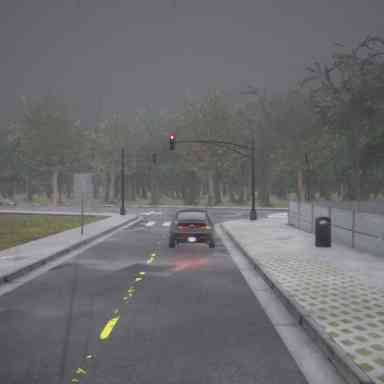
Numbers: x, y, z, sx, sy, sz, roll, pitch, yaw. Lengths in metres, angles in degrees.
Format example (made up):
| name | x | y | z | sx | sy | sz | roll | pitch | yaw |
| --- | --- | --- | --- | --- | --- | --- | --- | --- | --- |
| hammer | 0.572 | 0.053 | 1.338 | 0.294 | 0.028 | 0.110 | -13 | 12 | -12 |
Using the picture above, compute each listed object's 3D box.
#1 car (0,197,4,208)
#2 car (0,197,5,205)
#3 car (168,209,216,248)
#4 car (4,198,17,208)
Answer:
| name | x | y | z | sx | sy | sz | roll | pitch | yaw |
| --- | --- | --- | --- | --- | --- | --- | --- | --- | --- |
| car | -27.557 | 1.545 | 43.903 | 4.674 | 1.442 | 1.812 | 0 | 0 | 23 |
| car | -35.346 | 1.553 | 58.037 | 4.902 | 1.511 | 2.128 | 0 | 0 | 24 |
| car | 0.001 | 1.508 | 14.736 | 1.837 | 1.490 | 4.892 | 0 | 0 | 0 |
| car | -27.131 | 1.523 | 47.260 | 4.902 | 1.511 | 2.128 | 0 | 0 | 23 |
